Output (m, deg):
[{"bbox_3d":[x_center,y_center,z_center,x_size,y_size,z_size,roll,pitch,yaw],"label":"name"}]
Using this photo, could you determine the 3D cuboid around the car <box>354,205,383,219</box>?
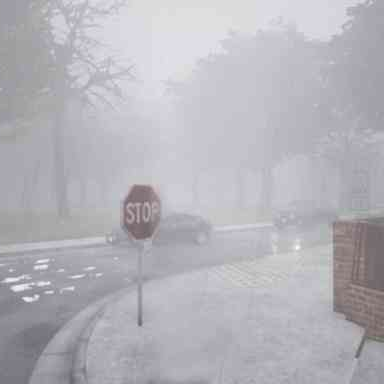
[{"bbox_3d":[16.506,1.838,29.792,5.357,1.411,2.033,1,-1,-42],"label":"car"}]

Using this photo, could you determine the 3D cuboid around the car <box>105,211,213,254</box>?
[{"bbox_3d":[-1.235,1.594,14.085,4.892,1.490,1.837,1,-2,-42],"label":"car"}]

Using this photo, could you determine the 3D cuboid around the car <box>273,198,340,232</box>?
[{"bbox_3d":[7.663,1.411,21.972,5.566,2.045,2.150,1,-1,-41],"label":"car"}]
